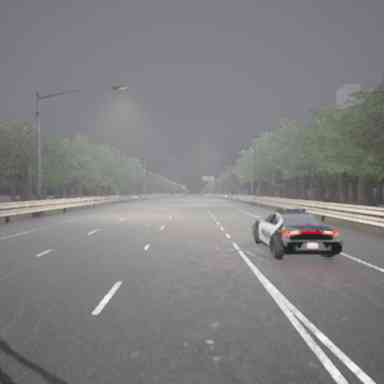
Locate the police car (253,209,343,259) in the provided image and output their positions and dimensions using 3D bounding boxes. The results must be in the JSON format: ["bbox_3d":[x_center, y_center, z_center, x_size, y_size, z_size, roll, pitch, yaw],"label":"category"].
[{"bbox_3d":[3.578,1.404,12.364,2.038,1.542,4.974,0,1,-1],"label":"police car"}]
